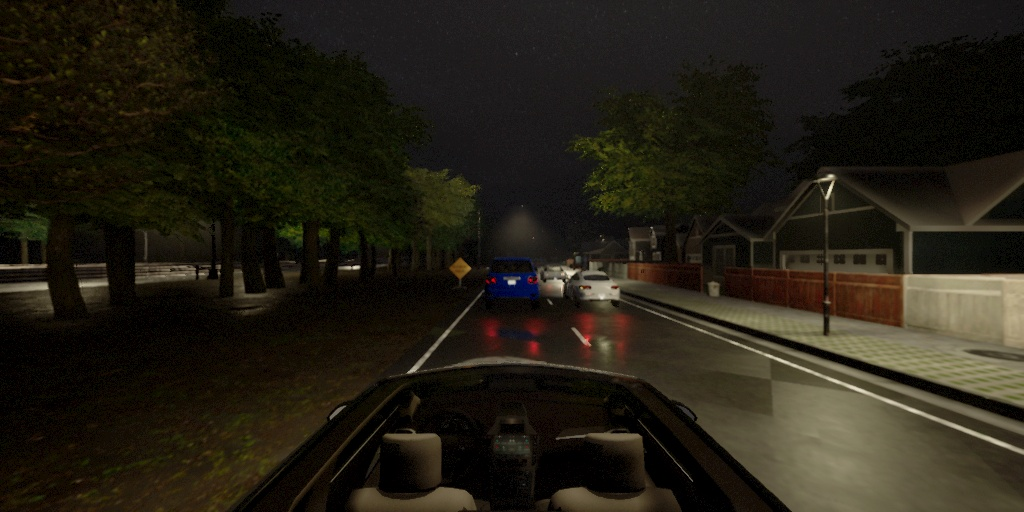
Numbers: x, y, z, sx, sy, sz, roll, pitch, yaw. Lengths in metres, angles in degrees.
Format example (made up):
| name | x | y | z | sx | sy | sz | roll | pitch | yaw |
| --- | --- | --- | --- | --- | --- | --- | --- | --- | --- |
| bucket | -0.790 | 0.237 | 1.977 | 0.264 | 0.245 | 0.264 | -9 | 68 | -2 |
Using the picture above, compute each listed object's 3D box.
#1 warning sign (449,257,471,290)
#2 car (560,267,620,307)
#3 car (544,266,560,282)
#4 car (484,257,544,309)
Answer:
| name | x | y | z | sx | sy | sz | roll | pitch | yaw |
| --- | --- | --- | --- | --- | --- | --- | --- | --- | --- |
| warning sign | -3.059 | 1.009 | 21.081 | 1.300 | 1.860 | 1.060 | 0 | 0 | 0 |
| car | 3.497 | 1.386 | 16.224 | 1.812 | 1.442 | 4.674 | 0 | 0 | 0 |
| car | 3.488 | 1.548 | 30.954 | 1.895 | 1.301 | 4.718 | 0 | 0 | 0 |
| car | -0.006 | 1.075 | 15.867 | 2.150 | 2.045 | 5.566 | 0 | 0 | 0 |
